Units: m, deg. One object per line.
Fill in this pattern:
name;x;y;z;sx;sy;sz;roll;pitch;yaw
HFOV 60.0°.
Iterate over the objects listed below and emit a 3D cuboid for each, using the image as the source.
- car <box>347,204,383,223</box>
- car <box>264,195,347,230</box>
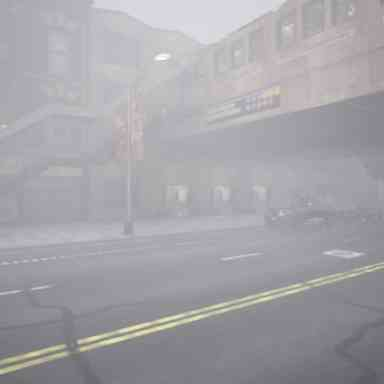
car;13.055;1.568;25.576;4.718;1.301;1.895;0;0;-36
car;7.057;1.210;21.247;5.566;2.045;2.435;0;0;-36
